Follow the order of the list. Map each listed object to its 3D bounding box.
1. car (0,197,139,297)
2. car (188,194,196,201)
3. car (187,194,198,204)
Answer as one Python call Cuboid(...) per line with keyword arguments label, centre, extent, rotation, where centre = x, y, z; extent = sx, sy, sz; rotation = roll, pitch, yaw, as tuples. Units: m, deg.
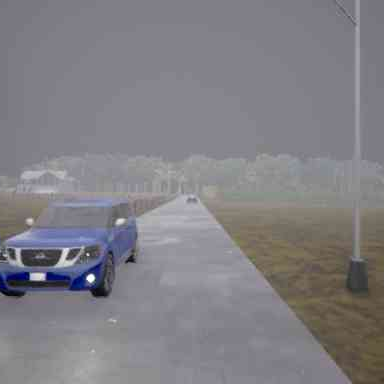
Cuboid(label="car", centre=(-2.829, 1.197, 8.889), extent=(2.150, 2.045, 5.566), rotation=(0, 0, 0))
Cuboid(label="car", centre=(0.009, 1.148, 71.477), extent=(1.837, 1.490, 4.892), rotation=(0, 0, 0))
Cuboid(label="car", centre=(0.007, 1.295, 61.060), extent=(1.882, 1.535, 5.008), rotation=(0, 0, 0))
